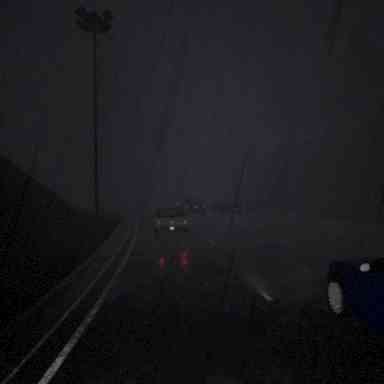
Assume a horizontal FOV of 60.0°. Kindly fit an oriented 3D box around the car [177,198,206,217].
[{"bbox_3d":[-0.263,1.325,30.986,2.097,1.767,4.553,-1,0,-15],"label":"car"}]

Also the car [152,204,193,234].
[{"bbox_3d":[-1.358,1.598,19.480,1.895,1.301,4.718,-1,0,-8],"label":"car"}]

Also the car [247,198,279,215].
[{"bbox_3d":[6.784,1.393,32.846,1.837,1.490,4.892,0,0,-14],"label":"car"}]

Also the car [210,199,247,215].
[{"bbox_3d":[3.259,1.408,32.553,1.882,1.535,5.008,0,0,-15],"label":"car"}]

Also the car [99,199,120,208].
[{"bbox_3d":[-12.260,1.662,49.108,1.994,1.385,4.181,0,0,-34],"label":"car"}]

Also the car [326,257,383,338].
[{"bbox_3d":[3.513,1.432,4.287,1.882,1.535,5.008,0,0,-2],"label":"car"}]
